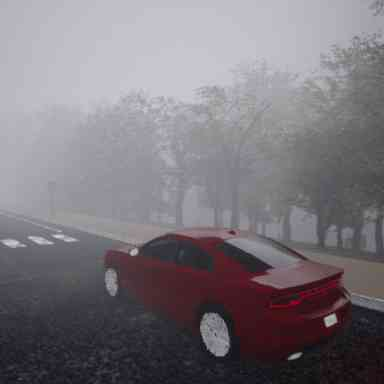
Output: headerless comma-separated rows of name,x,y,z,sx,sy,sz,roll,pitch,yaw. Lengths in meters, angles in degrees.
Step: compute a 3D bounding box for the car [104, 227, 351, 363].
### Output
car,0.122,1.372,5.935,1.882,1.535,5.008,-1,1,-39
